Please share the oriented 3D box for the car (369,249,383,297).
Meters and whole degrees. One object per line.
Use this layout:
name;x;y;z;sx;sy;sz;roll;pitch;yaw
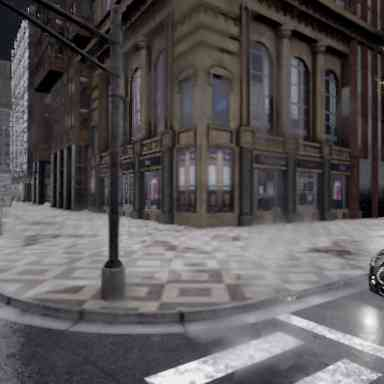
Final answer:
car;6.081;1.471;7.693;4.553;1.767;2.097;1;-1;-35
